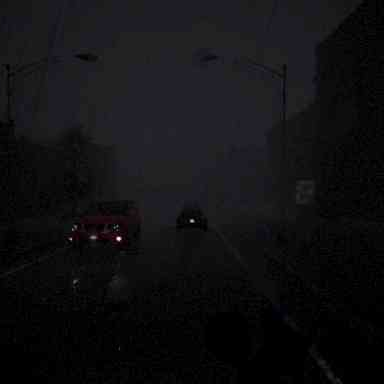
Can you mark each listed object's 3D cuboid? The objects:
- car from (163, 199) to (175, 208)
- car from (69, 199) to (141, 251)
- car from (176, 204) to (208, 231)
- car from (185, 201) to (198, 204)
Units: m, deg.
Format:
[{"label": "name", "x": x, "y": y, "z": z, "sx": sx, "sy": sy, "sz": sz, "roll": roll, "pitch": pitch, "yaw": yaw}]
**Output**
[{"label": "car", "x": -3.789, "y": 1.927, "z": 55.882, "sx": 2.033, "sy": 1.411, "sz": 5.357, "roll": 0, "pitch": 0, "yaw": 1}, {"label": "car", "x": -3.669, "y": 1.354, "z": 15.102, "sx": 2.150, "sy": 2.045, "sz": 5.566, "roll": 0, "pitch": -1, "yaw": 0}, {"label": "car", "x": -0.005, "y": 1.751, "z": 22.149, "sx": 1.994, "sy": 1.385, "sz": 4.181, "roll": 0, "pitch": -1, "yaw": 0}, {"label": "car", "x": -0.092, "y": 1.799, "z": 39.448, "sx": 1.882, "sy": 1.535, "sz": 5.008, "roll": 0, "pitch": 0, "yaw": 0}]
